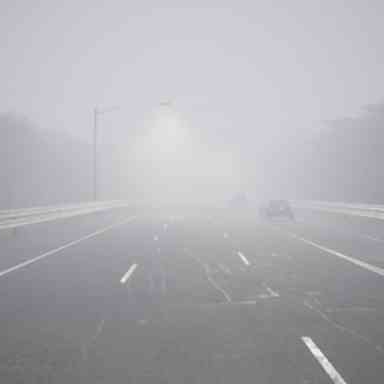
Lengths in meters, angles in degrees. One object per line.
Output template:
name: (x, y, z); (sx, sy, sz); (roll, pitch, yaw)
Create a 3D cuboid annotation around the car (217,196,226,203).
car: (7.203, 1.816, 80.401); (1.882, 1.535, 5.008); (0, -1, 0)

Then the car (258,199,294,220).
car: (7.003, 1.360, 28.151); (2.097, 1.767, 4.553); (0, 0, 0)

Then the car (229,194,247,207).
car: (7.053, 1.286, 51.098); (2.150, 2.045, 5.566); (0, 0, 0)
